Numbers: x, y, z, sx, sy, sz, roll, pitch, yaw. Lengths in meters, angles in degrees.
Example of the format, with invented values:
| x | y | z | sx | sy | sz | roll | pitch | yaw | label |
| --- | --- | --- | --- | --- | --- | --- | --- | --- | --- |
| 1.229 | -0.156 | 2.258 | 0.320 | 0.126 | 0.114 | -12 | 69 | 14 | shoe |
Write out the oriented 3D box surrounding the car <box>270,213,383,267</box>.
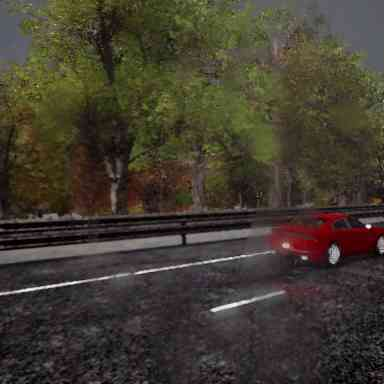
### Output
| x | y | z | sx | sy | sz | roll | pitch | yaw | label |
| --- | --- | --- | --- | --- | --- | --- | --- | --- | --- |
| 4.865 | 1.484 | 11.576 | 5.008 | 1.535 | 1.882 | 0 | 0 | -36 | car |
